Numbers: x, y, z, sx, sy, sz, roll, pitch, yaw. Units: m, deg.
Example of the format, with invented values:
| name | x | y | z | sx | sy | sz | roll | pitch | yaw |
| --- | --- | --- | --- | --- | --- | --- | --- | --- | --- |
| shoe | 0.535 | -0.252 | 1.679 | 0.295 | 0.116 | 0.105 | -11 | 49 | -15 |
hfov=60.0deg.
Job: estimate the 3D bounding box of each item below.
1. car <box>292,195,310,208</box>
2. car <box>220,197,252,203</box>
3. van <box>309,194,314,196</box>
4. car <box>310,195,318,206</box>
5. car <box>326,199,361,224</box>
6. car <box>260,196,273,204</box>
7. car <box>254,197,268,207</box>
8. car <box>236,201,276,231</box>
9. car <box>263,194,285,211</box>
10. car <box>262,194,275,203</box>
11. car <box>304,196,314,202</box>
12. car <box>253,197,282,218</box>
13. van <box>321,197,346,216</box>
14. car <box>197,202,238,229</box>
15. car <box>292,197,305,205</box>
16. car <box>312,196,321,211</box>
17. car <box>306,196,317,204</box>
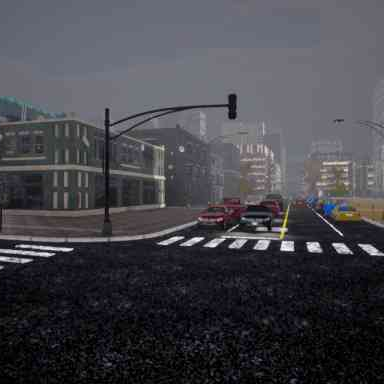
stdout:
| name | x | y | z | sx | sy | sz | roll | pitch | yaw |
| --- | --- | --- | --- | --- | --- | --- | --- | --- | --- |
| car | 16.102 | 1.571 | 49.619 | 1.994 | 1.385 | 4.181 | 0 | 0 | 17 |
| car | 3.199 | 1.318 | 26.866 | 2.192 | 1.841 | 5.009 | 0 | 0 | 17 |
| van | 22.441 | 1.351 | 61.653 | 1.690 | 1.788 | 3.998 | 0 | 0 | 17 |
| car | 19.235 | 1.574 | 51.024 | 1.947 | 1.339 | 4.313 | 0 | 0 | 17 |
| car | 11.271 | 1.529 | 24.613 | 1.752 | 1.417 | 4.829 | 0 | 0 | 17 |
| car | 14.415 | 1.560 | 64.070 | 2.008 | 1.369 | 4.403 | 0 | 0 | 17 |
| car | 11.161 | 1.533 | 53.278 | 1.752 | 1.417 | 4.829 | 0 | 0 | 17 |
| car | 4.163 | 1.528 | 21.080 | 1.812 | 1.442 | 4.674 | 0 | 0 | 15 |
| car | 10.111 | 1.227 | 40.731 | 2.150 | 2.045 | 5.566 | 0 | 0 | 18 |
| car | 16.018 | 1.326 | 69.384 | 2.192 | 1.841 | 5.009 | 0 | 0 | 17 |
| car | 27.246 | 1.580 | 77.598 | 1.947 | 1.339 | 4.313 | 0 | 0 | 17 |
| car | 7.055 | 1.481 | 30.689 | 1.882 | 1.535 | 5.008 | 0 | 0 | 17 |
| van | 12.826 | 1.345 | 29.765 | 1.690 | 1.788 | 3.998 | 0 | 0 | 17 |
| car | 1.596 | 1.584 | 21.552 | 1.802 | 1.307 | 4.206 | 0 | 0 | 17 |
| car | 18.883 | 1.557 | 59.186 | 2.033 | 1.411 | 5.357 | 0 | 0 | 17 |
| car | 16.029 | 1.557 | 40.394 | 2.008 | 1.369 | 4.403 | 0 | 0 | 17 |
| car | 24.091 | 1.536 | 67.130 | 1.752 | 1.417 | 4.829 | 0 | 0 | 17 |
